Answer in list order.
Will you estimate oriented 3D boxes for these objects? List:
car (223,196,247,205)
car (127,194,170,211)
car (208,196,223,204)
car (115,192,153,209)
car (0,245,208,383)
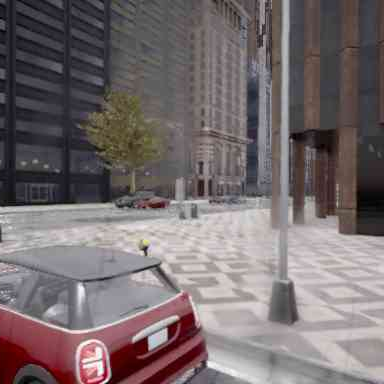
[{"bbox_3d":[7.425,1.353,54.564,1.994,1.385,4.181,1,0,35],"label":"car"},{"bbox_3d":[-4.578,1.294,37.824,1.882,1.535,5.008,1,1,35],"label":"car"},{"bbox_3d":[4.831,1.311,56.522,2.033,1.411,5.357,1,0,35],"label":"car"},{"bbox_3d":[-6.740,1.006,40.384,2.150,2.045,5.566,1,1,35],"label":"car"},{"bbox_3d":[-1.908,1.423,4.320,4.097,1.590,1.967,0,0,36],"label":"car"}]
